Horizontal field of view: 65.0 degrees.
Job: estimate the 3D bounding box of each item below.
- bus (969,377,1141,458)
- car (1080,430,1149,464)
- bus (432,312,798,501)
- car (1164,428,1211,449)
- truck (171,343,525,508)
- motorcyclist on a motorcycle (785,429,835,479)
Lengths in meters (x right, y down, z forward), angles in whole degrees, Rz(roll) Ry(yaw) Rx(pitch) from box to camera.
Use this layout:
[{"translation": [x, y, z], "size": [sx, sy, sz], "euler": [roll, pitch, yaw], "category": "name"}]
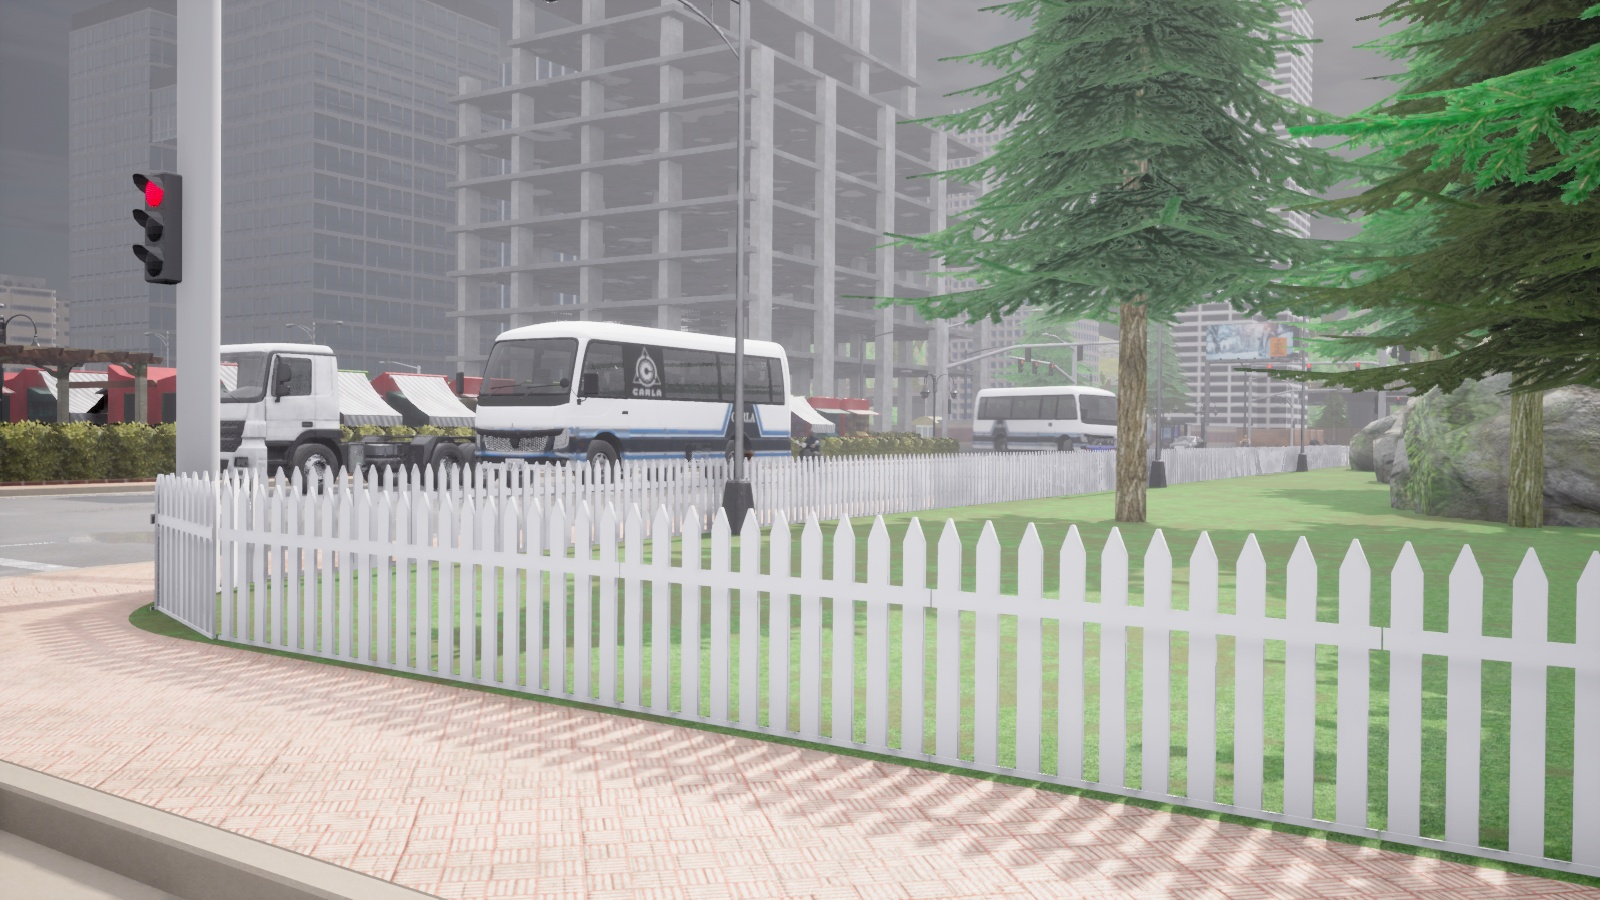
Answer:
[{"translation": [14.462, -1.782, 72.415], "size": [3.944, 4.253, 10.273], "euler": [1, 0, -28], "category": "bus"}, {"translation": [14.279, -0.162, 56.946], "size": [1.816, 1.474, 4.193], "euler": [0, 1, 32], "category": "car"}, {"translation": [-4.467, -1.065, 33.699], "size": [3.944, 4.253, 10.273], "euler": [0, 1, 32], "category": "bus"}, {"translation": [28.794, -0.845, 93.194], "size": [2.128, 1.511, 4.902], "euler": [0, 1, 32], "category": "car"}, {"translation": [-10.611, -0.571, 30.501], "size": [2.891, 3.462, 7.936], "euler": [0, 1, 32], "category": "truck"}, {"translation": [0.328, 0.115, 41.551], "size": [0.866, 1.590, 1.817], "euler": [0, 1, 29], "category": "motorcyclist on a motorcycle"}]
